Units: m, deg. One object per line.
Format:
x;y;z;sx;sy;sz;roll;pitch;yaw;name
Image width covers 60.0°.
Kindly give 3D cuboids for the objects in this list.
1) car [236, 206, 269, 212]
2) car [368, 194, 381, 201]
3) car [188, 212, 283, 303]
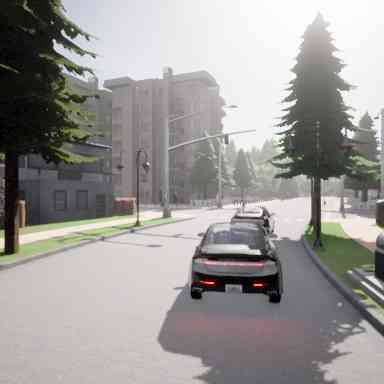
3.230;1.489;17.384;2.128;1.511;4.902;0;0;18;car
44.609;1.487;79.550;5.008;1.535;1.882;0;0;24;car
1.104;1.490;8.277;2.128;1.511;4.902;0;0;9;car
